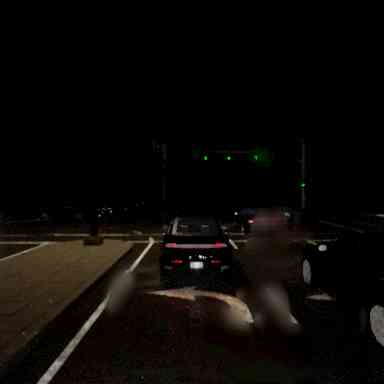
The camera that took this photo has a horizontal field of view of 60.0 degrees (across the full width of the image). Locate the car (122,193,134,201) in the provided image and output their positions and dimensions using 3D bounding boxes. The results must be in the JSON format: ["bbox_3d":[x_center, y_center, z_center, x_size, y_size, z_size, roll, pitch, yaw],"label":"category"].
[{"bbox_3d":[-14.969,1.233,78.060,2.097,1.767,4.553,0,0,0],"label":"car"}]

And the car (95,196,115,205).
[{"bbox_3d":[-14.991,1.462,57.791,2.033,1.411,5.357,0,0,0],"label":"car"}]

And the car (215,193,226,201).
[{"bbox_3d":[7.057,1.236,80.840,2.097,1.767,4.553,0,0,1],"label":"car"}]

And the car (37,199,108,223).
[{"bbox_3d":[-9.137,1.468,24.837,4.892,1.490,1.837,0,-2,13],"label":"car"}]

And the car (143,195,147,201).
[{"bbox_3d":[-11.478,1.410,77.026,2.128,1.511,4.902,0,0,0],"label":"car"}]

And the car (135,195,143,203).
[{"bbox_3d":[-11.490,1.427,66.619,1.812,1.442,4.674,0,0,0],"label":"car"}]

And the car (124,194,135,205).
[{"bbox_3d":[-11.491,1.421,56.349,1.837,1.490,4.892,0,0,0],"label":"car"}]

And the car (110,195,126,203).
[{"bbox_3d":[-14.990,1.425,67.894,2.128,1.511,4.902,0,0,0],"label":"car"}]

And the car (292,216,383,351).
[{"bbox_3d":[3.602,1.468,6.122,1.882,1.535,5.008,0,0,0],"label":"car"}]

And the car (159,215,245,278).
[{"bbox_3d":[0.087,1.476,10.103,2.128,1.511,4.902,0,0,0],"label":"car"}]

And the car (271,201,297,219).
[{"bbox_3d":[7.105,1.465,27.193,1.837,1.490,4.892,0,0,0],"label":"car"}]

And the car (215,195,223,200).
[{"bbox_3d":[7.281,1.418,90.920,1.994,1.385,4.181,0,0,2],"label":"car"}]

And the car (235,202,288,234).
[{"bbox_3d":[3.603,1.519,19.091,2.033,1.411,5.357,0,0,0],"label":"car"}]

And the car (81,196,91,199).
[{"bbox_3d":[-15.048,1.406,48.013,1.882,1.535,5.008,0,0,0],"label":"car"}]

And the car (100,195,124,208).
[{"bbox_3d":[-11.589,1.493,47.527,1.994,1.385,4.181,0,0,1],"label":"car"}]
